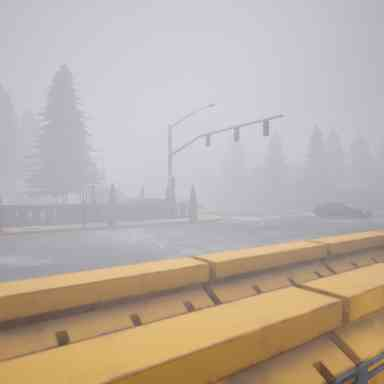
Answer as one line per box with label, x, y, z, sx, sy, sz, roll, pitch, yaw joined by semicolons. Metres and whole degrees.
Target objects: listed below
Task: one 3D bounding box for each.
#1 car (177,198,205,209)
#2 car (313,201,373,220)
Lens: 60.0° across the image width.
car;-0.209;1.526;44.047;1.812;1.442;4.674;0;0;-36
car;12.552;1.526;27.941;4.674;1.442;1.812;0;0;43
